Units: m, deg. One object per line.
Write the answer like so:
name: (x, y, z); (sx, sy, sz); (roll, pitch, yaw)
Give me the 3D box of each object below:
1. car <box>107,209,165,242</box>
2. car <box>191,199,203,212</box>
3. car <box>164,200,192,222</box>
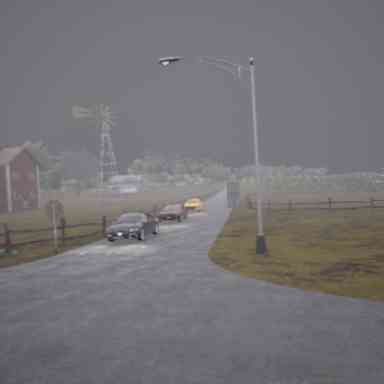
car: (-3.236, 1.880, 18.975); (1.837, 1.490, 4.892); (-3, -1, 9)
car: (0.266, 1.649, 41.541); (1.882, 1.535, 5.008); (-3, 1, 9)
car: (-1.571, 1.808, 29.728); (1.882, 1.535, 5.008); (-3, 0, 9)
